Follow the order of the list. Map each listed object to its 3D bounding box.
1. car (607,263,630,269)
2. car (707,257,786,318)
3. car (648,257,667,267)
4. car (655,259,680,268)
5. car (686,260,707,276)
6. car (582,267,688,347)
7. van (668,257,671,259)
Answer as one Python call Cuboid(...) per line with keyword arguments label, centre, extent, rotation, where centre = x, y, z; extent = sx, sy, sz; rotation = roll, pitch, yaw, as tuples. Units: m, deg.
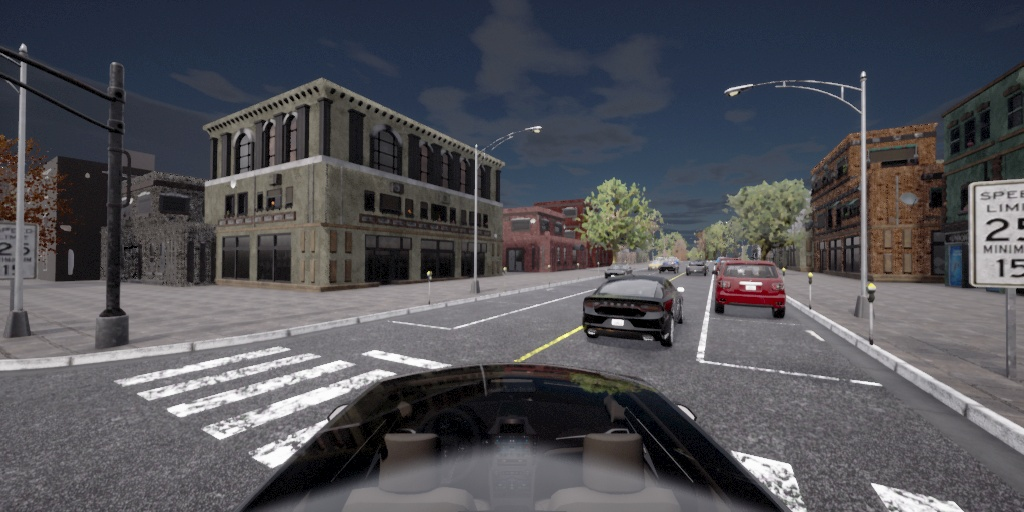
Cuboid(label="car", centre=(9.523, 1.322, 31.779), extent=(1.948, 1.339, 4.313), rotation=(0, 0, 30))
Cuboid(label="car", centre=(8.572, 1.069, 13.192), extent=(2.192, 1.841, 5.009), rotation=(0, 0, 30))
Cuboid(label="car", centre=(20.421, 1.282, 50.893), extent=(1.751, 1.417, 4.829), rotation=(0, 0, 30))
Cuboid(label="car", centre=(18.234, 1.358, 41.627), extent=(1.895, 1.301, 4.718), rotation=(0, 0, 30))
Cuboid(label="car", centre=(19.040, 1.249, 36.877), extent=(2.128, 1.511, 4.902), rotation=(0, 0, 30))
Cuboid(label="car", centre=(3.419, 1.230, 9.586), extent=(1.882, 1.535, 5.008), rotation=(0, 0, 30))
Cuboid(label="van", centre=(23.251, 1.097, 55.856), extent=(1.690, 1.789, 3.998), rotation=(0, 0, 30))
